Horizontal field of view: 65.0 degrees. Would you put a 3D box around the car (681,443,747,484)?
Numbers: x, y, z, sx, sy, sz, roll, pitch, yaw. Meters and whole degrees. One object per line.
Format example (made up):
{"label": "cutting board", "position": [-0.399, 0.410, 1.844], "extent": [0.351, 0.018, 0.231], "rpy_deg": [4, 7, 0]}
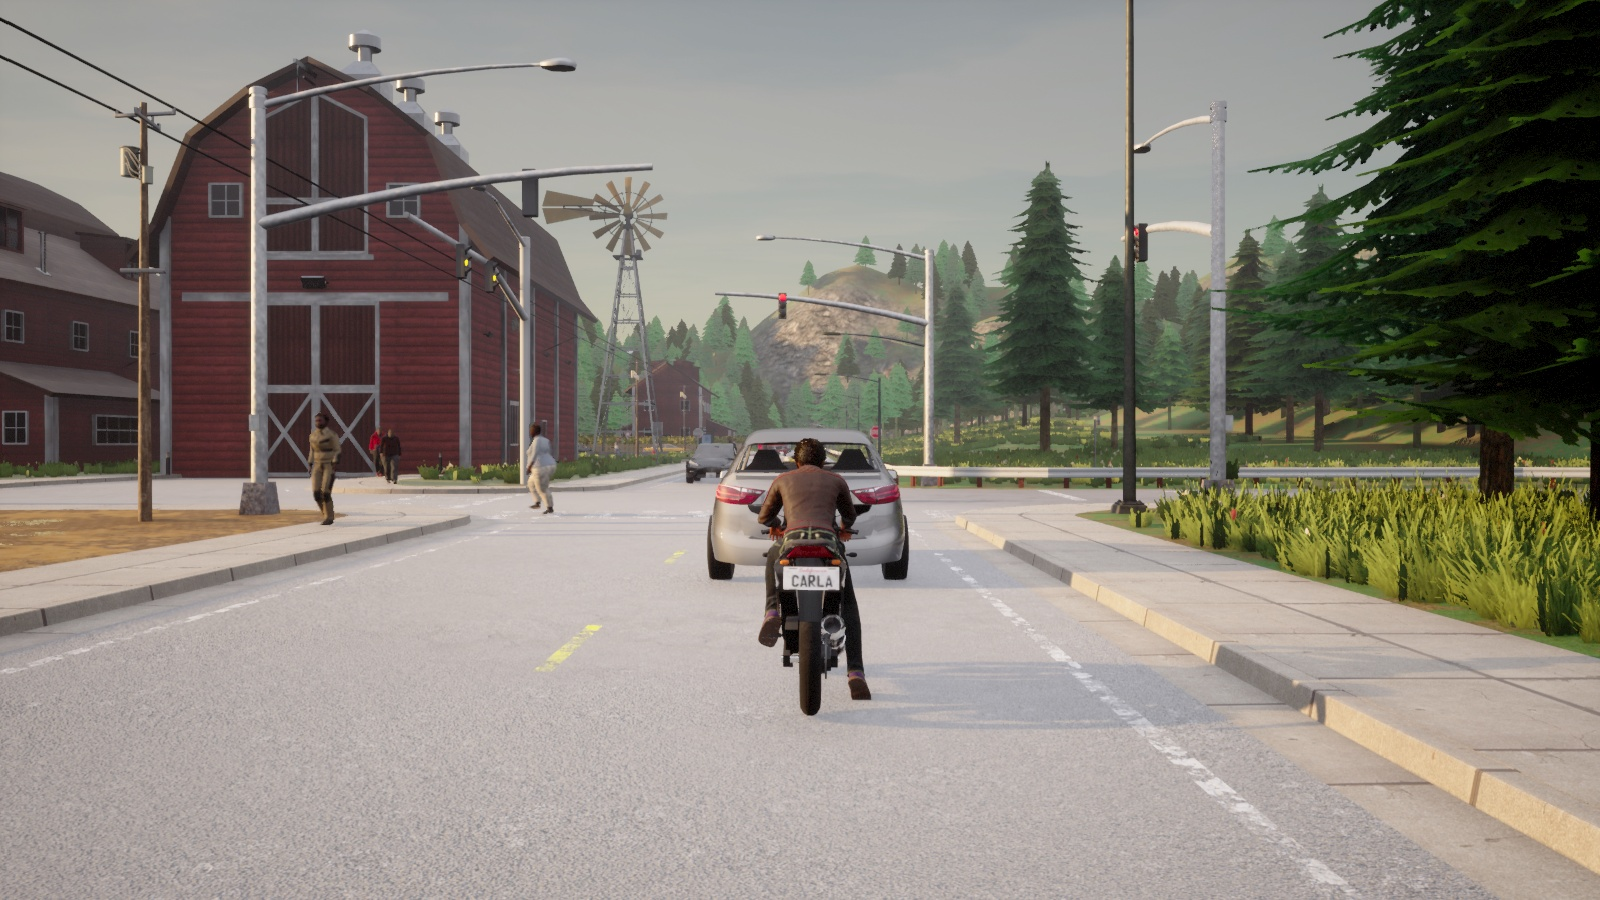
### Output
{"label": "car", "position": [-3.211, 0.474, 47.878], "extent": [2.163, 1.488, 4.792], "rpy_deg": [0, 0, 0]}

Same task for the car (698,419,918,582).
{"label": "car", "position": [0.100, 0.505, 15.143], "extent": [2.242, 1.667, 4.611], "rpy_deg": [0, 0, 1]}

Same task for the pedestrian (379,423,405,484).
{"label": "pedestrian", "position": [-12.605, 0.099, 38.795], "extent": [0.634, 1.844, 0.899], "rpy_deg": [0, 0, -27]}

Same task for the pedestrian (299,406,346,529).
{"label": "pedestrian", "position": [-7.680, 0.275, 20.200], "extent": [0.396, 1.930, 0.692], "rpy_deg": [0, 0, 12]}

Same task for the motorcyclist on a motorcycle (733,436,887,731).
{"label": "motorcyclist on a motorcycle", "position": [0.058, 0.686, 7.516], "extent": [0.797, 1.523, 2.044], "rpy_deg": [0, 0, 0]}

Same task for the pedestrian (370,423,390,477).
{"label": "pedestrian", "position": [-14.717, -0.001, 44.017], "extent": [0.634, 1.844, 0.899], "rpy_deg": [0, 0, -19]}

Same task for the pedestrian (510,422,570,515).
{"label": "pedestrian", "position": [-5.289, 0.370, 25.561], "extent": [0.900, 1.855, 0.874], "rpy_deg": [0, 0, 13]}
